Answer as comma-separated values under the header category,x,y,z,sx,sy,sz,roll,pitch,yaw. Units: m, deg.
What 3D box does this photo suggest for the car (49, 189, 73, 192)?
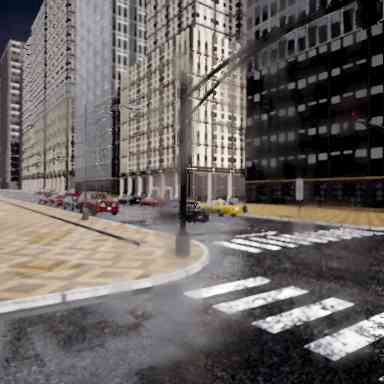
category,x,y,z,sx,sy,sz,roll,pitch,yaw
car,-17.214,0.593,44.955,2.128,1.511,4.902,0,1,-36

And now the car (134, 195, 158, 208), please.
category,x,y,z,sx,sy,sz,roll,pitch,yaw
car,-4.404,1.126,37.091,1.802,1.307,4.206,2,0,-36

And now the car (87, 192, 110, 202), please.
category,x,y,z,sx,sy,sz,roll,pitch,yaw
car,-14.352,0.794,50.702,1.947,1.339,4.313,2,0,-36

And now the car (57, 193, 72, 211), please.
category,x,y,z,sx,sy,sz,roll,pitch,yaw
car,-11.163,1.067,32.138,1.947,1.339,4.313,2,0,-36

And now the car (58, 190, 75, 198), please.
category,x,y,z,sx,sy,sz,roll,pitch,yaw
car,-24.400,0.436,64.450,1.752,1.417,4.829,2,0,-36

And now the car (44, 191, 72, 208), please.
category,x,y,z,sx,sy,sz,roll,pitch,yaw
car,-14.478,0.940,36.674,1.887,1.381,4.507,2,0,-36

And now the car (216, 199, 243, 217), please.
category,x,y,z,sx,sy,sz,roll,pitch,yaw
car,2.198,1.278,28.209,1.752,1.417,4.829,2,0,-36

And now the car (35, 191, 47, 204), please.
category,x,y,z,sx,sy,sz,roll,pitch,yaw
car,-17.795,0.872,41.210,1.802,1.307,4.206,2,0,-36

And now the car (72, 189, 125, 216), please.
category,x,y,z,sx,sy,sz,roll,pitch,yaw
car,-7.840,0.921,27.601,2.192,1.841,5.009,2,0,-36

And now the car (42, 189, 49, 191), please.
category,x,y,z,sx,sy,sz,roll,pitch,yaw
car,-30.933,0.249,73.386,1.887,1.381,4.507,2,0,-36

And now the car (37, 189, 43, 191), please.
category,x,y,z,sx,sy,sz,roll,pitch,yaw
car,-34.246,0.040,77.924,1.967,1.590,4.097,2,0,-36

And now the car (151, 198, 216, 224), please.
category,x,y,z,sx,sy,sz,roll,pitch,yaw
car,-0.668,1.346,22.315,1.994,1.385,4.181,0,1,-36

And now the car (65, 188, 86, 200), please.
category,x,y,z,sx,sy,sz,roll,pitch,yaw
car,-20.977,0.333,59.775,2.192,1.841,5.009,2,0,-36

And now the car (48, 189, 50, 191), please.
category,x,y,z,sx,sy,sz,roll,pitch,yaw
car,-27.617,0.360,68.849,2.008,1.369,4.403,2,0,-36

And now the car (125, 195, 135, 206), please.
category,x,y,z,sx,sy,sz,roll,pitch,yaw
car,-7.721,1.005,41.628,1.947,1.339,4.313,2,0,-36
